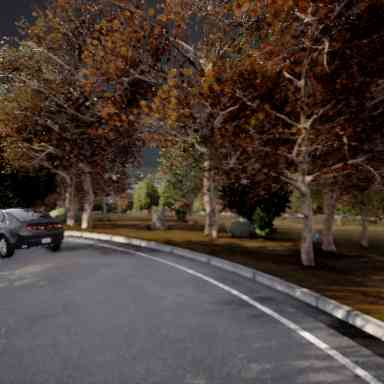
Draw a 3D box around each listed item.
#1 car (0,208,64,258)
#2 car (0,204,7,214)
[{"bbox_3d":[-6.690,1.391,12.415,4.892,1.490,1.837,-1,0,38],"label":"car"},{"bbox_3d":[-43.331,3.885,74.664,2.150,2.045,5.566,-1,-4,-19],"label":"car"}]
